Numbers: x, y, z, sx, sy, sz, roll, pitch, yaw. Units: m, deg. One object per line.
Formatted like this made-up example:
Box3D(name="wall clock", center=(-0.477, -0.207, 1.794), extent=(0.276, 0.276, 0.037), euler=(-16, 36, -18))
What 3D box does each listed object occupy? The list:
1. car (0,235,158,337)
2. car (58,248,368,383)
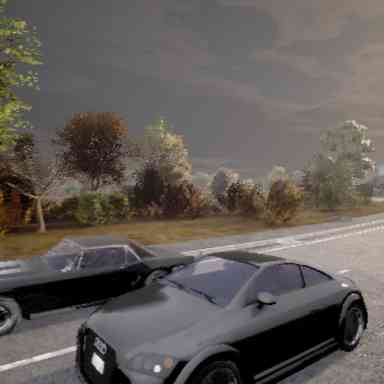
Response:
Box3D(name="car", center=(-2.305, 1.621, 6.753), extent=(4.718, 1.301, 1.895), euler=(0, 0, -37))
Box3D(name="car", center=(0.621, 1.577, 4.628), extent=(4.181, 1.385, 1.994), euler=(0, 0, -37))
